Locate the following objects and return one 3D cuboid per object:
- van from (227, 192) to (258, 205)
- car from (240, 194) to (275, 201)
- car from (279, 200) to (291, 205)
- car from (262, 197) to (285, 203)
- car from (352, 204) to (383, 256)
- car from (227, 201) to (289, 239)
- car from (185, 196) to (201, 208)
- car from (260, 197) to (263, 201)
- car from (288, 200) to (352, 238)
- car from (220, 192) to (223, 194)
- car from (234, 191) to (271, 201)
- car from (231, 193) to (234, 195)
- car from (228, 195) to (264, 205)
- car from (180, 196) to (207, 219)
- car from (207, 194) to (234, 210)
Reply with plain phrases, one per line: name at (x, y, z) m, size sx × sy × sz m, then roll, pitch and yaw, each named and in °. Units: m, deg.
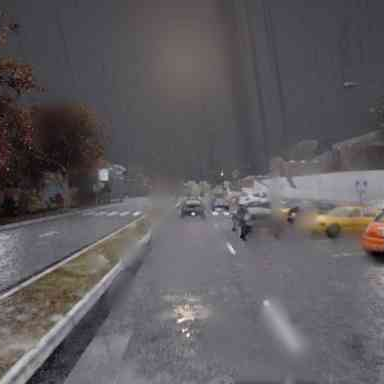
van at (7.951, 0.961, 52.771) m, size 4.442 × 1.987 × 1.878 m, roll 1°, pitch 0°, yaw -20°
car at (8.071, 1.252, 34.916) m, size 4.892 × 1.521 × 2.231 m, roll 1°, pitch 1°, yaw -20°
car at (8.091, 1.392, 20.024) m, size 4.792 × 1.488 × 2.163 m, roll 1°, pitch 0°, yaw -20°
car at (7.891, 1.329, 22.928) m, size 5.366 × 1.575 × 1.946 m, roll 1°, pitch 1°, yaw -20°
car at (8.040, 1.315, 11.051) m, size 4.553 × 1.767 × 2.185 m, roll 1°, pitch 0°, yaw -20°
car at (3.096, 1.405, 16.650) m, size 1.837 × 1.490 × 4.892 m, roll 0°, pitch 1°, yaw 0°
car at (0.090, 1.289, 42.655) m, size 1.994 × 1.385 × 4.181 m, roll 0°, pitch 0°, yaw 0°
car at (8.059, 1.350, 25.977) m, size 4.674 × 1.452 × 2.002 m, roll 1°, pitch 0°, yaw -20°
car at (7.892, 1.385, 16.962) m, size 5.366 × 1.575 × 1.946 m, roll 1°, pitch 1°, yaw -20°
car at (7.884, 1.176, 55.730) m, size 5.366 × 1.575 × 1.946 m, roll 1°, pitch 0°, yaw -20°
car at (8.090, 0.984, 37.917) m, size 5.566 × 2.045 × 2.435 m, roll 1°, pitch 0°, yaw -20°
car at (8.053, 1.214, 43.868) m, size 4.892 × 1.521 × 2.231 m, roll 1°, pitch 0°, yaw -20°
car at (8.084, 1.226, 49.845) m, size 4.792 × 1.488 × 2.163 m, roll 1°, pitch 0°, yaw -20°
car at (0.093, 1.317, 26.790) m, size 1.837 × 1.490 × 4.892 m, roll 0°, pitch 1°, yaw 0°
car at (3.091, 1.292, 37.699) m, size 2.033 × 1.411 × 5.357 m, roll 0°, pitch 0°, yaw 0°
